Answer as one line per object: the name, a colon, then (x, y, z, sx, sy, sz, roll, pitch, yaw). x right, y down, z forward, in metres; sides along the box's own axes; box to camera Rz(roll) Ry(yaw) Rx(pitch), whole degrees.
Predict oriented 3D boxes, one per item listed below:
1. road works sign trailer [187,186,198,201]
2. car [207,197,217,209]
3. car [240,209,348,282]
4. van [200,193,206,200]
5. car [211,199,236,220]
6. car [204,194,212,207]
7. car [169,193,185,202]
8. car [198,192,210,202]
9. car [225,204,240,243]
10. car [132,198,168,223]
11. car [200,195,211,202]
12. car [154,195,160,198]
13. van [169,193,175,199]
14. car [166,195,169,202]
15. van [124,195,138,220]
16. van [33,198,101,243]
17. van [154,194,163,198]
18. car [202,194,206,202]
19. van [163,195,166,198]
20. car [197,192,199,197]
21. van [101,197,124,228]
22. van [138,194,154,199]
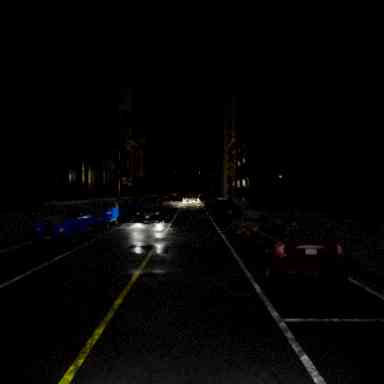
road works sign trailer: (0.110, 0.234, 76.095, 2.380, 3.560, 2.880, 0, 0, 0)
car: (2.810, 1.459, 32.158, 1.947, 1.339, 4.313, 0, 0, 0)
car: (2.778, 1.406, 9.683, 1.967, 1.590, 4.097, 0, 0, 0)
van: (2.891, 1.082, 88.345, 1.690, 1.788, 3.998, 0, 0, 0)
car: (2.802, 1.477, 26.540, 1.947, 1.339, 4.313, 0, 0, 0)
car: (2.826, 1.384, 43.566, 1.752, 1.417, 4.829, 0, 0, 0)
car: (-2.910, 1.337, 66.417, 2.033, 1.411, 5.357, 0, 0, 0)
car: (2.858, 1.110, 65.871, 2.192, 1.841, 5.009, 0, 0, 0)
car: (2.786, 1.472, 15.472, 1.752, 1.417, 4.829, 0, 0, 0)
car: (-3.063, 1.441, 25.147, 1.812, 1.442, 4.674, 0, 0, 0)
car: (2.866, 1.332, 71.490, 2.008, 1.369, 4.403, 0, 0, 0)
car: (-5.699, 1.403, 43.400, 1.887, 1.381, 4.507, 0, 0, 0)
van: (-5.626, 1.069, 93.965, 1.690, 1.788, 3.998, 0, 0, 0)
car: (-5.659, 1.306, 71.322, 1.752, 1.417, 4.829, 0, 0, 0)
van: (-5.723, 1.252, 26.545, 1.690, 1.788, 3.998, 0, 0, 0)
van: (-5.739, 1.288, 15.308, 1.690, 1.788, 3.998, 0, 0, 0)
van: (-5.691, 1.183, 49.018, 1.690, 1.788, 3.998, 0, 0, 0)
car: (2.834, 1.409, 49.015, 1.947, 1.339, 4.313, 0, 0, 0)
van: (-5.682, 1.167, 54.637, 1.690, 1.788, 3.998, 0, 0, 0)
car: (2.882, 1.305, 82.727, 2.008, 1.369, 4.403, 0, 0, 0)
van: (-5.731, 1.270, 20.926, 1.690, 1.788, 3.998, 0, 0, 0)
van: (-5.707, 1.217, 37.781, 1.690, 1.788, 3.998, 0, 0, 0)
